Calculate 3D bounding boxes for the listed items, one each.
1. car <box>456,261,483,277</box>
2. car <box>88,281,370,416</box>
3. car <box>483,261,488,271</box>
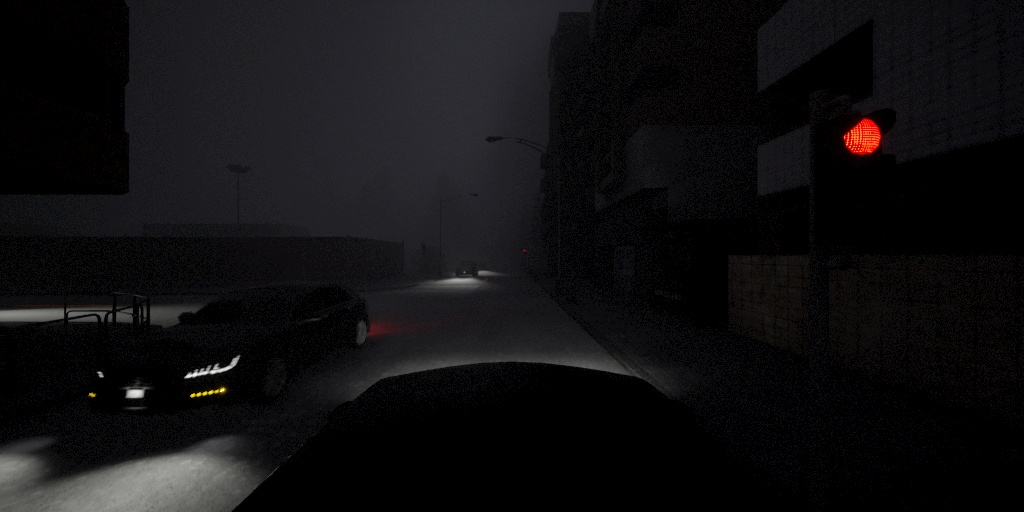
[{"bbox_3d":[-4.419,1.241,35.679,2.128,1.511,4.902,0,0,0],"label":"car"},{"bbox_3d":[-4.141,1.255,6.347,1.837,1.490,4.892,0,0,-1],"label":"car"},{"bbox_3d":[-4.491,1.351,50.529,1.895,1.301,4.718,0,0,0],"label":"car"}]
